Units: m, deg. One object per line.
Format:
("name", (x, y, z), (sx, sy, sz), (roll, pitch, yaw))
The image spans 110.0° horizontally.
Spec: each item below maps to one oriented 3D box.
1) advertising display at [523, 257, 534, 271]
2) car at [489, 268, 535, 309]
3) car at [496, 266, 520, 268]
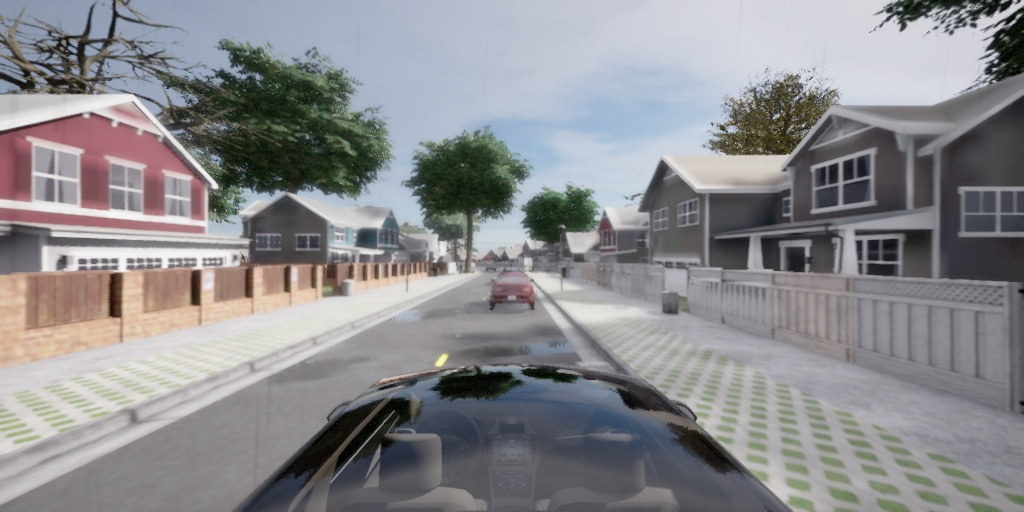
("advertising display", (2.617, 1.467, 58.833), (1.540, 2.440, 0.280), (0, 0, -4))
("car", (0.023, 1.418, 15.724), (1.812, 1.442, 4.674), (0, 0, 1))
("car", (0.017, 1.555, 30.347), (2.128, 1.511, 4.902), (0, -1, 0))
